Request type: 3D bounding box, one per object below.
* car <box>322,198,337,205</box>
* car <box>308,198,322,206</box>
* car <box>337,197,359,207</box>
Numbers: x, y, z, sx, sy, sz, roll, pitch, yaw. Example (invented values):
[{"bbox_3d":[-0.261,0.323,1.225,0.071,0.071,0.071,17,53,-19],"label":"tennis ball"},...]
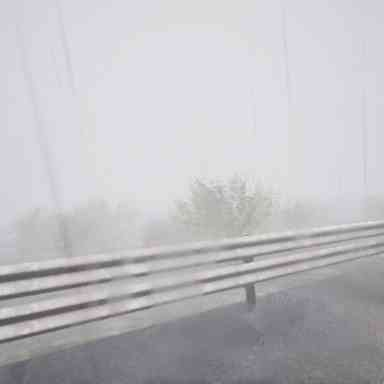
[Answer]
[{"bbox_3d":[28.212,1.818,63.587,5.357,1.411,2.033,-4,3,-20],"label":"car"},{"bbox_3d":[24.784,1.874,66.037,4.892,1.490,1.837,-4,3,-21],"label":"car"},{"bbox_3d":[29.418,1.706,60.298,4.553,1.767,2.097,-4,3,-21],"label":"car"}]
